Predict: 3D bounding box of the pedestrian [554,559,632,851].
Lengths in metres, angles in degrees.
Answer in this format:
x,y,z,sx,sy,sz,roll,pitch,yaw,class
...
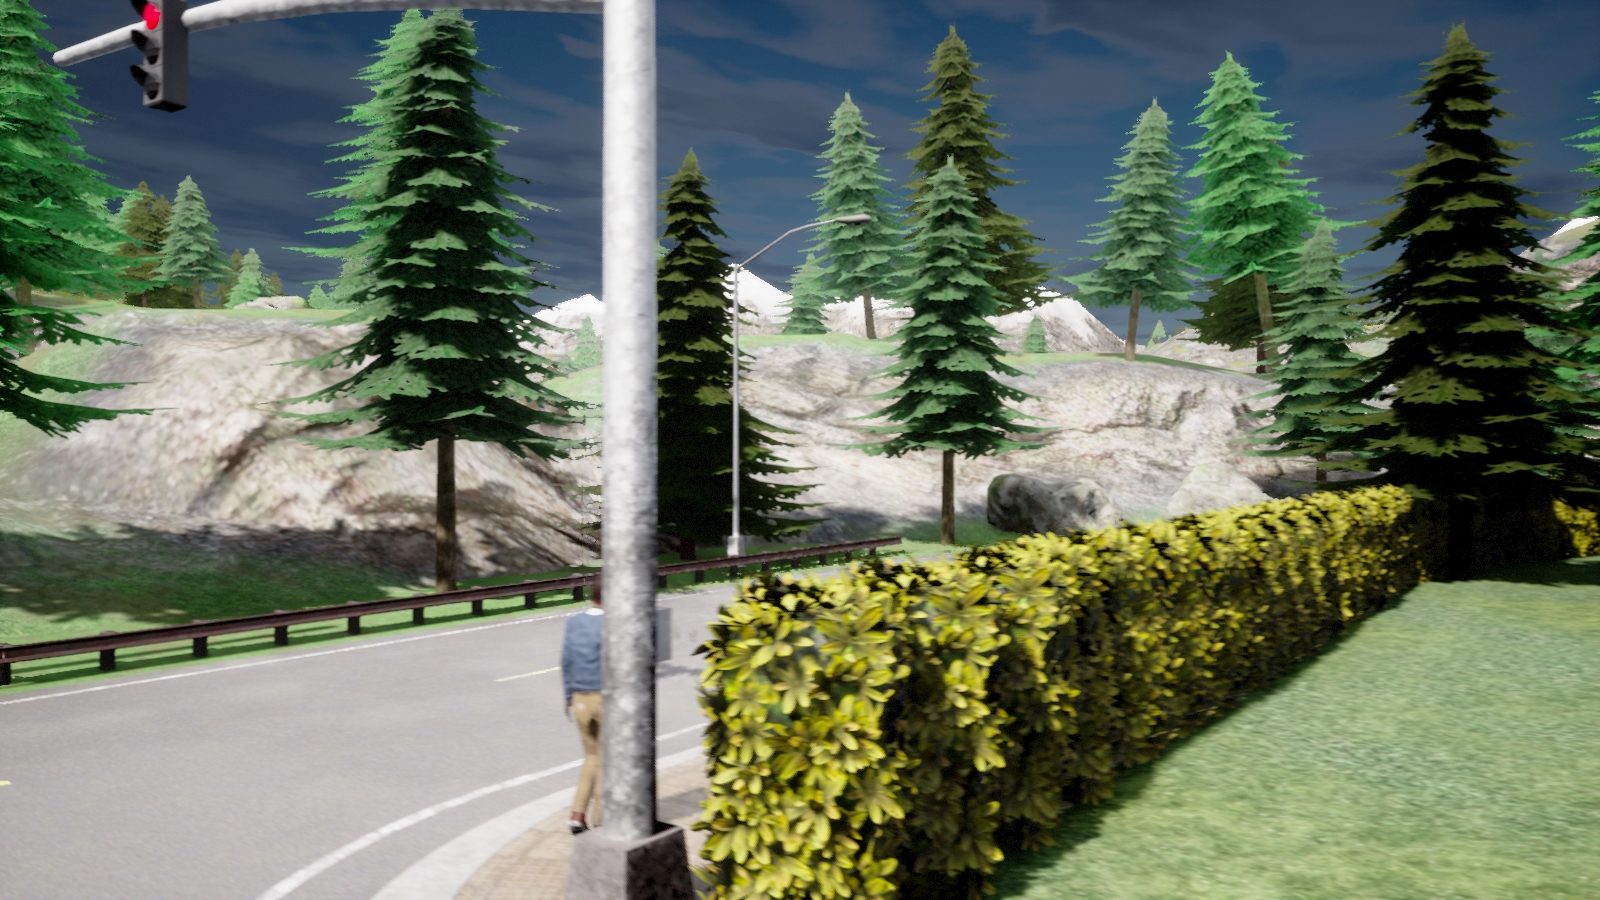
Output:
x,y,z,sx,sy,sz,roll,pitch,yaw,class
-1.392,1.690,7.709,0.375,1.860,0.375,0,0,22,pedestrian
